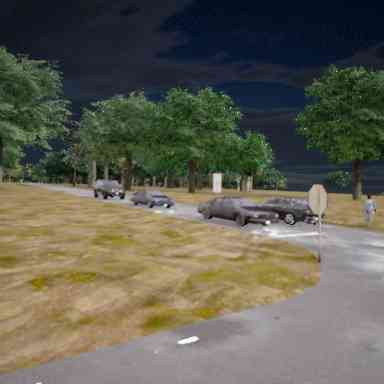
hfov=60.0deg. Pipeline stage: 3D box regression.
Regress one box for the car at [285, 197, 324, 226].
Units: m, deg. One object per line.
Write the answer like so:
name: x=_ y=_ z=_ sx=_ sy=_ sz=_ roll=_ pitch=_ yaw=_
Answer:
car: x=5.318 y=1.044 z=19.414 sx=1.837 sy=1.490 sz=4.892 roll=2 pitch=1 yaw=-30

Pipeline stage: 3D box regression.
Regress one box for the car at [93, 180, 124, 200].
car: x=-9.161 y=-0.297 z=36.617 sx=2.150 sy=2.045 sz=5.566 roll=2 pitch=1 yaw=-32

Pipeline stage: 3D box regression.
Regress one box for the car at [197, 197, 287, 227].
car: x=2.330 y=0.986 z=18.427 sx=2.033 sy=1.411 sz=5.357 roll=2 pitch=2 yaw=-32

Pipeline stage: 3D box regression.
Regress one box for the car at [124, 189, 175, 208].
car: x=-3.432 y=0.509 z=27.555 sx=2.033 sy=1.411 sz=5.357 roll=2 pitch=2 yaw=-33

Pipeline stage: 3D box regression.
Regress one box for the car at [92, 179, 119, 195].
car: x=-12.487 y=-0.722 z=47.812 sx=2.150 sy=2.045 sz=5.566 roll=2 pitch=2 yaw=-33

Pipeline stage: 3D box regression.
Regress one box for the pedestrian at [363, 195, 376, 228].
pedestrian: x=9.843 y=1.047 z=18.505 sx=0.375 sy=1.860 sz=0.375 roll=5 pitch=-3 yaw=-32
